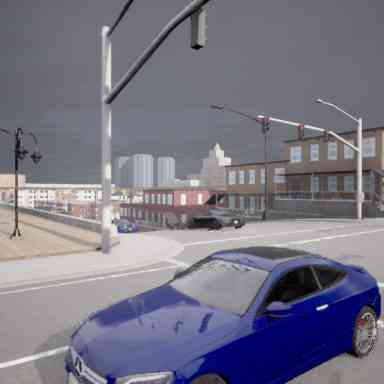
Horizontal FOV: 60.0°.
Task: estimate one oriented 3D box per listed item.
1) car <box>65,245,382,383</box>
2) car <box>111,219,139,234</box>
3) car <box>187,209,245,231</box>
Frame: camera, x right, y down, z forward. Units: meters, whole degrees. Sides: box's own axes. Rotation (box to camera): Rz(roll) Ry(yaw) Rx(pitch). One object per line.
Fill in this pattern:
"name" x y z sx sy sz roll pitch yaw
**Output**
"car" 0.795 1.526 4.444 4.674 1.442 1.812 0 0 -37
"car" -7.593 3.806 34.444 2.150 2.045 5.566 0 -11 -36
"car" 1.504 1.842 22.113 1.994 1.385 4.181 0 -5 -37
